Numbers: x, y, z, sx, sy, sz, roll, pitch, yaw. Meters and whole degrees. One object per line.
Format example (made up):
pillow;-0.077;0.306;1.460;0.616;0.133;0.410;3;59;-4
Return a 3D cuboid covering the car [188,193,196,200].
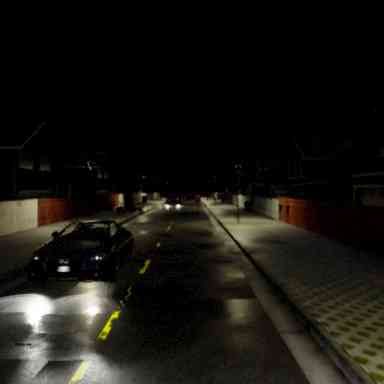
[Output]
car;-0.015;1.011;79.685;1.837;1.490;4.892;0;0;0

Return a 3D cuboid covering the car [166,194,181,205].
car;-2.837;1.050;50.763;2.097;1.767;4.553;0;0;0

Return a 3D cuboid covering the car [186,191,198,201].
car;-0.012;0.804;69.409;2.150;2.045;5.566;0;0;0

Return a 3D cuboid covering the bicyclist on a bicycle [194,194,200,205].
bicyclist on a bicycle;0.766;1.141;49.761;0.866;1.612;1.509;0;0;0

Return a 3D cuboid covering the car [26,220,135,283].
car;-2.852;1.514;9.393;1.994;1.385;4.181;0;0;0

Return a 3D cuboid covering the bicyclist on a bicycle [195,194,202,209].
bicyclist on a bicycle;0.761;1.204;39.838;0.866;1.612;1.509;0;0;0
